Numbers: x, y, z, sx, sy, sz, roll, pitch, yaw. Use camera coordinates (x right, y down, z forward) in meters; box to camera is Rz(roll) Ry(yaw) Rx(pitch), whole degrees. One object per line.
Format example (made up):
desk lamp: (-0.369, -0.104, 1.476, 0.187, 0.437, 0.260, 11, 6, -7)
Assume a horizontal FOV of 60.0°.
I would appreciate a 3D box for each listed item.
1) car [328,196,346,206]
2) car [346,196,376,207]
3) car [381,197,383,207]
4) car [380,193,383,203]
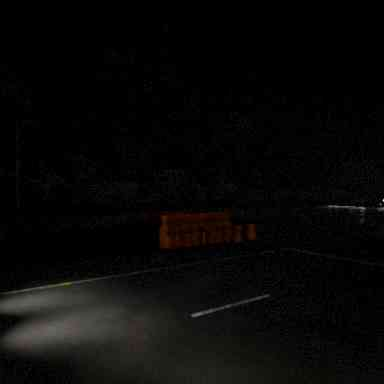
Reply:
car: (22.999, 1.339, 50.550, 5.357, 1.411, 2.033, 0, 0, -35)
car: (24.405, 1.320, 47.250, 4.674, 1.442, 1.812, 0, 0, -36)
car: (27.754, 1.139, 45.345, 4.553, 1.767, 2.097, 0, 0, -35)
car: (35.854, 1.070, 59.638, 4.553, 1.767, 2.097, 0, 0, -36)
